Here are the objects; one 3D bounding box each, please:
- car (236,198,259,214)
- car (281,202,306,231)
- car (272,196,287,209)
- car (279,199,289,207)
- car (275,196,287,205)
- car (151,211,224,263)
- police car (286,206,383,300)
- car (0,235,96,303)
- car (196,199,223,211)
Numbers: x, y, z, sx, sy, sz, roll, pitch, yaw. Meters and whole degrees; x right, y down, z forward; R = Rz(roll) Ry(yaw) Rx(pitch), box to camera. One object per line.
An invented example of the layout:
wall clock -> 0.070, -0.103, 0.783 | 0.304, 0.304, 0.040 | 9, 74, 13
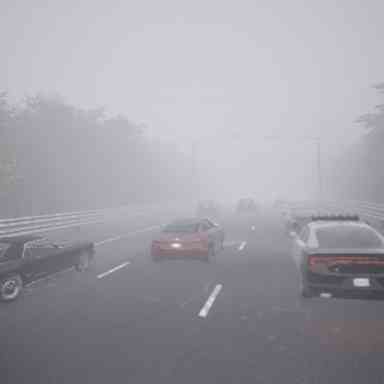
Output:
car -> 6.149, 1.418, 36.534 | 2.097, 1.767, 4.553 | -2, 0, 15
car -> 5.915, 1.468, 17.872 | 1.812, 1.442, 4.674 | -2, 0, 14
car -> 11.568, 1.453, 43.521 | 1.837, 1.490, 4.892 | -2, 0, 16
car -> 7.377, 1.463, 23.644 | 1.812, 1.442, 4.674 | -2, 0, 14
car -> 15.226, 1.452, 56.646 | 1.812, 1.442, 4.674 | -2, 0, 16
car -> -0.011, 1.655, 12.412 | 1.994, 1.385, 4.181 | -2, 0, 14
police car -> 3.564, 1.373, 8.343 | 1.930, 1.638, 5.238 | -2, 0, 14
car -> -4.514, 1.810, 8.849 | 1.895, 1.301, 4.718 | -2, 0, 14
car -> 1.847, 1.535, 33.967 | 2.097, 1.767, 4.553 | -2, 0, 15
